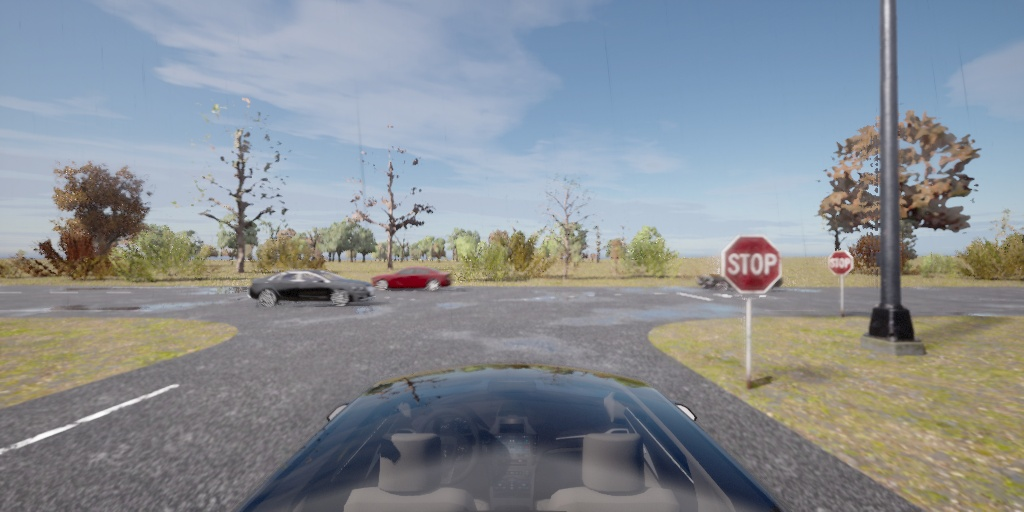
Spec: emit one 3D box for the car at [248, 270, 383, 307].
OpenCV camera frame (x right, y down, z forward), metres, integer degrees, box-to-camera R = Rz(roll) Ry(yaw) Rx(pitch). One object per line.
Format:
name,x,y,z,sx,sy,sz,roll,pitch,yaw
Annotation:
car,-8.500,1.344,15.419,4.902,1.511,2.128,0,0,-2

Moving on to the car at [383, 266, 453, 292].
car,-6.215,1.399,22.490,5.008,1.535,1.882,0,0,-2

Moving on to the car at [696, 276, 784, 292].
car,14.549,1.589,23.136,4.718,1.301,1.895,0,0,-2
